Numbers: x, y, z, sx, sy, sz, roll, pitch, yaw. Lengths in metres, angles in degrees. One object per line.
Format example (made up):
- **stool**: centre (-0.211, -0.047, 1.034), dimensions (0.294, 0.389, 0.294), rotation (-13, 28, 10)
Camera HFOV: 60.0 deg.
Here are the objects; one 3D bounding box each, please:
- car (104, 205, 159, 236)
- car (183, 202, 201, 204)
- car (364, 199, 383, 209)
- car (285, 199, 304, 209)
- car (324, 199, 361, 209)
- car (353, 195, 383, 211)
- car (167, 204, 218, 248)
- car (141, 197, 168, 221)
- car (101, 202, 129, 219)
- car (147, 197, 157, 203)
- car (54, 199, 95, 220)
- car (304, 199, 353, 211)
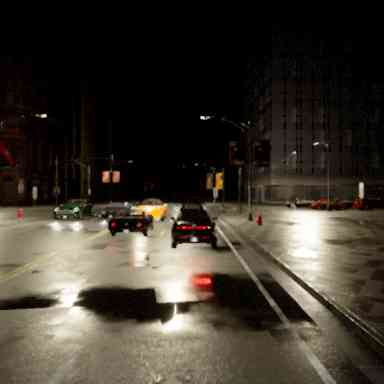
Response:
- **car**: centre (-3.154, 1.598, 18.204), dimensions (1.895, 1.301, 4.718), rotation (0, 0, 0)
- **car**: centre (-0.007, 1.488, 24.092), dimensions (1.882, 1.535, 5.008), rotation (0, 0, 0)
- **car**: centre (26.451, 1.607, 46.203), dimensions (4.206, 1.307, 1.802), rotation (0, 0, -1)
- **car**: centre (15.173, 1.626, 46.025), dimensions (4.313, 1.339, 1.947), rotation (0, 0, -1)
- **car**: centre (20.813, 1.607, 46.114), dimensions (4.313, 1.339, 1.947), rotation (0, 0, -1)
- **car**: centre (20.943, 1.261, 37.593), dimensions (5.009, 1.841, 2.192), rotation (0, 0, -1)
- **car**: centre (0.093, 1.497, 14.601), dimensions (1.837, 1.490, 4.892), rotation (0, 0, 0)
- **car**: centre (-3.157, 1.373, 27.198), dimensions (2.097, 1.767, 4.553), rotation (0, 0, 0)
- **car**: centre (-6.521, 1.576, 29.522), dimensions (2.033, 1.411, 5.357), rotation (0, 0, 0)
- **car**: centre (-9.771, 1.863, 80.791), dimensions (1.812, 1.442, 4.674), rotation (0, 0, 0)
- **car**: centre (-9.791, 1.374, 27.887), dimensions (2.097, 1.767, 4.553), rotation (0, 0, 0)
- **car**: centre (15.305, 1.547, 37.501), dimensions (4.206, 1.307, 1.802), rotation (0, 0, -1)
